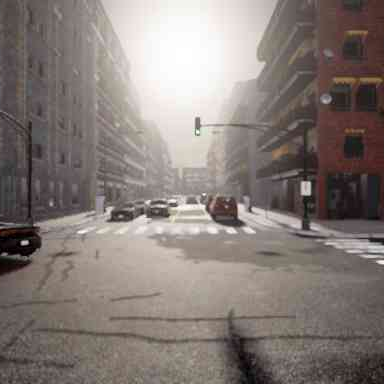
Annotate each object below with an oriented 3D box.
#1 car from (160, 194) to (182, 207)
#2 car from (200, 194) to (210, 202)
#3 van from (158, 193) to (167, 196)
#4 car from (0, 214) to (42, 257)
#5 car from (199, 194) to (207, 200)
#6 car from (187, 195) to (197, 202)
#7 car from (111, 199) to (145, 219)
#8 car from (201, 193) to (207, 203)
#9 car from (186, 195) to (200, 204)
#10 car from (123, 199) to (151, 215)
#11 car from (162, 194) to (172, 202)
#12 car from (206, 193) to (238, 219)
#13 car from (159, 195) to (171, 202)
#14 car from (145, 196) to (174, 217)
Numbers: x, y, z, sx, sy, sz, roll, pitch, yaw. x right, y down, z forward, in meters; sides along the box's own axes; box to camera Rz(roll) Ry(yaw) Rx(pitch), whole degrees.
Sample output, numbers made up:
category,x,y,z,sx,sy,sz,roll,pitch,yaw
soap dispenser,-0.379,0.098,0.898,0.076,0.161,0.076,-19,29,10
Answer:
category,x,y,z,sx,sy,sz,roll,pitch,yaw
car,-2.854,1.321,45.729,2.033,1.411,5.357,0,0,0
car,2.547,1.178,66.039,1.967,1.590,4.097,1,0,0
van,-5.328,1.082,60.435,1.690,1.788,3.998,1,0,0
car,-7.433,1.450,11.377,5.008,1.535,1.882,-1,-2,25
car,2.711,1.195,81.632,1.801,1.575,5.366,0,0,0
car,-0.032,1.311,67.122,1.994,1.385,4.181,0,0,0
car,-5.313,1.422,27.067,1.947,1.339,4.313,1,0,0
car,2.565,1.116,38.240,2.192,1.841,5.009,1,0,0
car,-0.027,1.347,57.145,1.895,1.301,4.718,0,0,0
car,-5.316,1.393,32.629,1.947,1.339,4.313,1,0,0
car,-5.337,1.262,71.392,1.752,1.417,4.829,1,0,0
car,2.571,1.171,27.116,2.192,1.841,5.009,1,0,0
car,-5.335,1.289,66.000,2.008,1.369,4.403,1,0,0
car,-2.861,1.350,29.018,1.837,1.490,4.892,0,0,0
